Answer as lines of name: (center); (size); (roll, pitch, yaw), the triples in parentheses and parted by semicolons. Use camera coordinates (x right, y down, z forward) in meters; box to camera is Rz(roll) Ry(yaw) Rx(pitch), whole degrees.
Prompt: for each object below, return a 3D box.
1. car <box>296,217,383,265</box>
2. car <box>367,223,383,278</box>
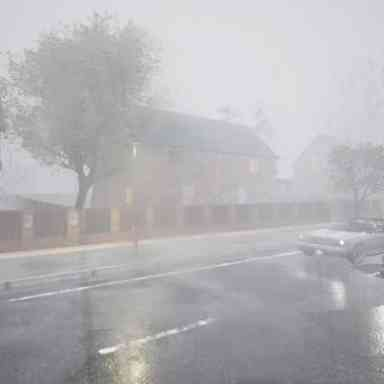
car: (5.807, 1.574, 11.705); (4.718, 1.301, 1.895); (0, 0, -35)
car: (7.002, 1.523, 8.585); (5.357, 1.411, 2.033); (0, 0, -35)
